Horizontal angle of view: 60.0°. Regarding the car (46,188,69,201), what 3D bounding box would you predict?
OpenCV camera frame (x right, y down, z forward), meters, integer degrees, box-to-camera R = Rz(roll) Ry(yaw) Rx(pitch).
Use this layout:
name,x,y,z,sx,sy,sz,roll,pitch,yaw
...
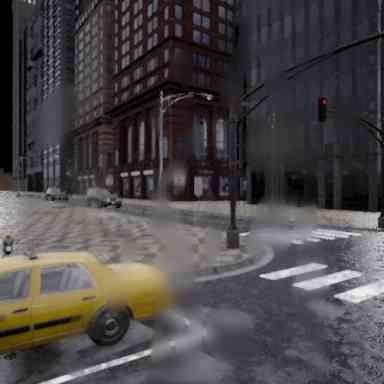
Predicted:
name,x,y,z,sx,sy,sz,roll,pitch,yaw
car,-20.070,0.398,49.324,2.150,2.045,5.566,0,1,-36

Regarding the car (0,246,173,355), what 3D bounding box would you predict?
name,x,y,z,sx,sy,sz,roll,pitch,yaw
car,-2.604,1.524,4.790,4.829,1.417,1.752,0,0,-35

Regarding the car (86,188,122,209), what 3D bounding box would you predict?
name,x,y,z,sx,sy,sz,roll,pitch,yaw
car,-9.046,0.619,33.792,2.150,2.045,5.566,0,1,-36
